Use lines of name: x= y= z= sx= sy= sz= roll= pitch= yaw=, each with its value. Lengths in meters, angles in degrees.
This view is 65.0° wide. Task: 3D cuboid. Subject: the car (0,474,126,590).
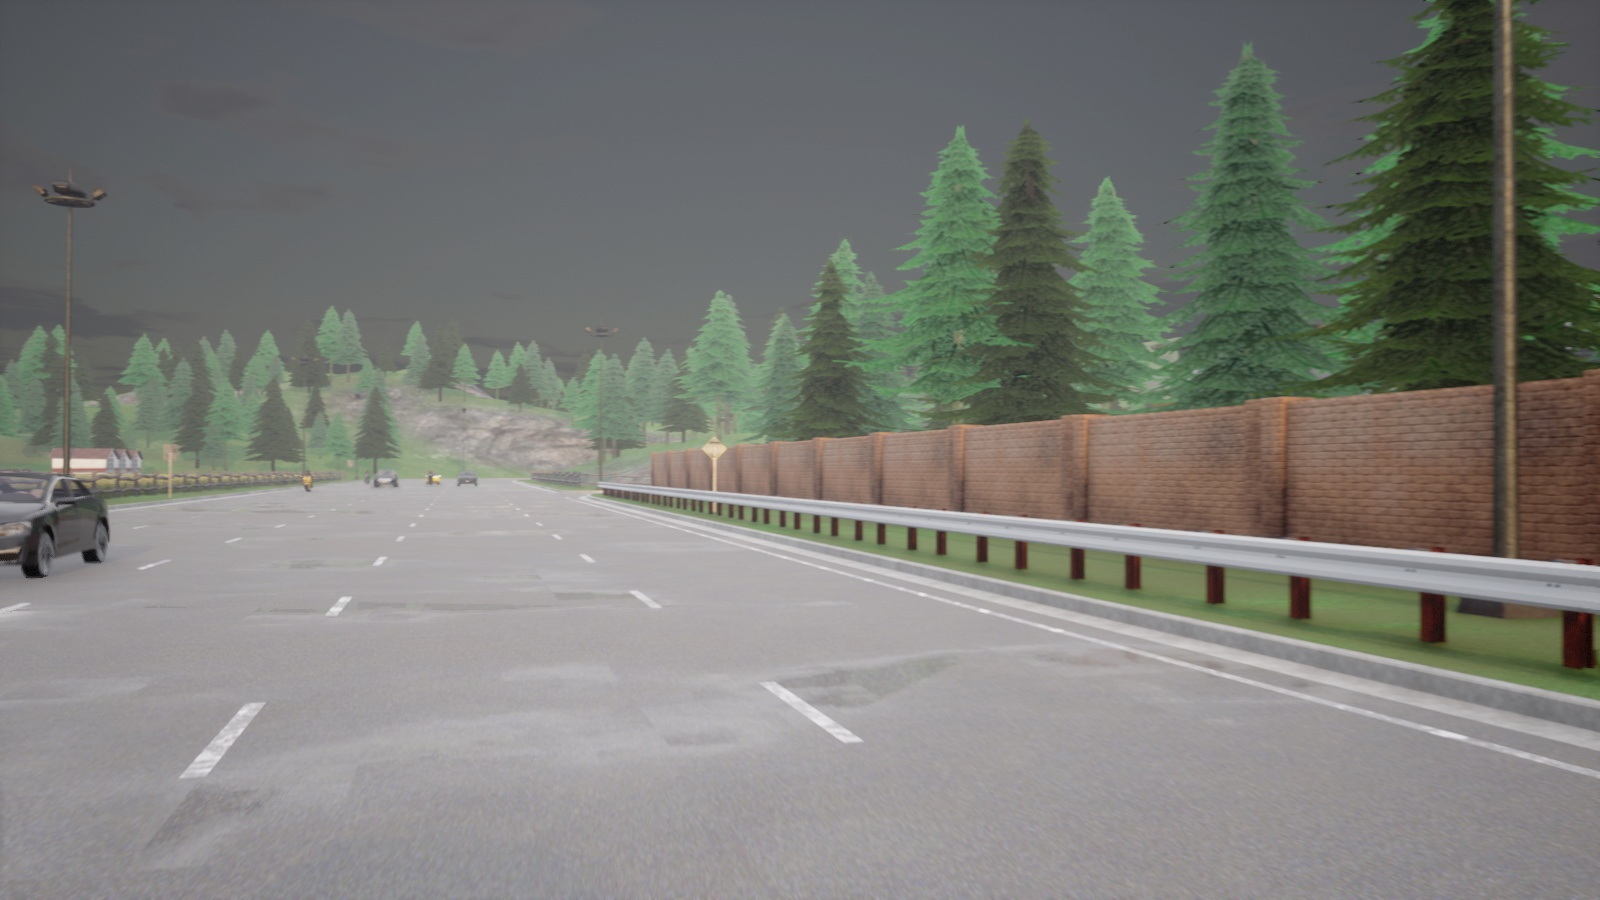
car: x=-11.941 y=1.138 z=18.890 sx=2.128 sy=1.511 sz=4.902 roll=0 pitch=-1 yaw=-15
